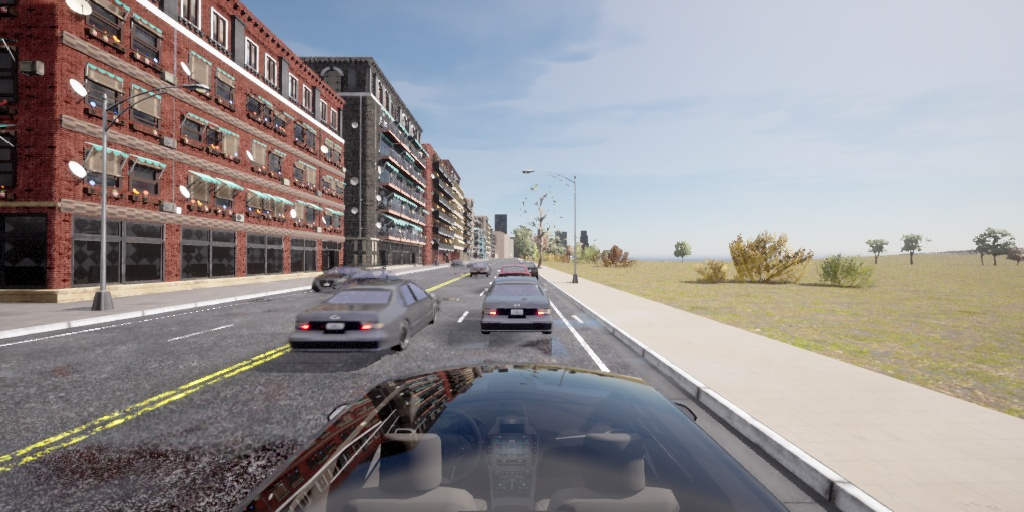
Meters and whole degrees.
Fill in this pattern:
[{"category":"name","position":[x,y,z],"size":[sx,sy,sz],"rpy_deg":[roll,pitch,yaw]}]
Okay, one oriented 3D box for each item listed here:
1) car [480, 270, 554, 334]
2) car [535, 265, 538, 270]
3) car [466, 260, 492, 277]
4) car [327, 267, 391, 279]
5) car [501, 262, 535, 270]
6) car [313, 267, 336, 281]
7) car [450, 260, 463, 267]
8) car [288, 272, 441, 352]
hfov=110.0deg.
[{"category":"car","position":[0.118,1.299,10.540],"size":[2.033,1.411,5.357],"rpy_deg":[0,0,0]},{"category":"car","position":[1.200,1.231,30.517],"size":[1.882,1.535,5.008],"rpy_deg":[0,0,0]},{"category":"car","position":[-3.080,1.301,35.726],"size":[2.033,1.411,5.357],"rpy_deg":[0,0,0]},{"category":"car","position":[-6.568,1.316,16.925],"size":[1.994,1.385,4.181],"rpy_deg":[0,0,0]},{"category":"car","position":[0.144,1.230,21.079],"size":[1.882,1.535,5.008],"rpy_deg":[0,0,0]},{"category":"car","position":[-9.809,1.317,20.954],"size":[1.994,1.385,4.181],"rpy_deg":[0,0,0]},{"category":"car","position":[-9.673,1.315,63.745],"size":[1.994,1.385,4.181],"rpy_deg":[0,0,1]},{"category":"car","position":[-3.139,1.298,8.889],"size":[2.033,1.411,5.357],"rpy_deg":[0,0,0]}]
